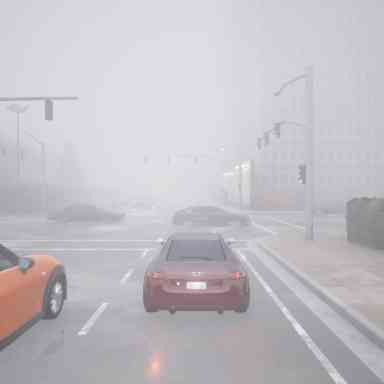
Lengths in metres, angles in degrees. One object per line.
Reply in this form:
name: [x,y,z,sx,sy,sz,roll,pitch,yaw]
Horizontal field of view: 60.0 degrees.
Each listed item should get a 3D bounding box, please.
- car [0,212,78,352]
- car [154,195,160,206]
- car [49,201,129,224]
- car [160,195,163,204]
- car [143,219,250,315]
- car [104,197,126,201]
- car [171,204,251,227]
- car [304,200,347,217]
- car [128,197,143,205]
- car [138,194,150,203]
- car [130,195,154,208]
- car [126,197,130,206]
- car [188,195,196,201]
car: [-3.434,1.352,4.506,2.097,1.767,4.553,0,0,1]
car: [-7.009,1.505,56.052,1.837,1.490,4.892,0,0,0]
car: [-7.619,1.575,24.212,5.357,1.411,2.033,0,0,0]
car: [-6.939,1.352,66.130,2.097,1.767,4.553,0,0,1]
car: [0.087,1.564,7.680,1.994,1.385,4.181,0,0,0]
car: [-10.546,1.491,43.510,2.128,1.511,4.902,0,0,1]
car: [1.174,1.539,20.720,4.892,1.490,1.837,0,0,0]
car: [13.134,1.547,31.430,4.902,1.511,2.128,0,0,0]
car: [-10.476,1.601,61.959,1.895,1.301,4.718,0,0,0]
car: [-10.406,1.355,72.289,2.097,1.767,4.553,0,0,0]
car: [-7.024,1.352,47.109,2.097,1.767,4.553,0,0,0]
car: [-10.521,1.477,52.659,1.882,1.535,5.008,0,0,0]
car: [0.110,1.552,84.594,1.994,1.385,4.181,0,0,0]
